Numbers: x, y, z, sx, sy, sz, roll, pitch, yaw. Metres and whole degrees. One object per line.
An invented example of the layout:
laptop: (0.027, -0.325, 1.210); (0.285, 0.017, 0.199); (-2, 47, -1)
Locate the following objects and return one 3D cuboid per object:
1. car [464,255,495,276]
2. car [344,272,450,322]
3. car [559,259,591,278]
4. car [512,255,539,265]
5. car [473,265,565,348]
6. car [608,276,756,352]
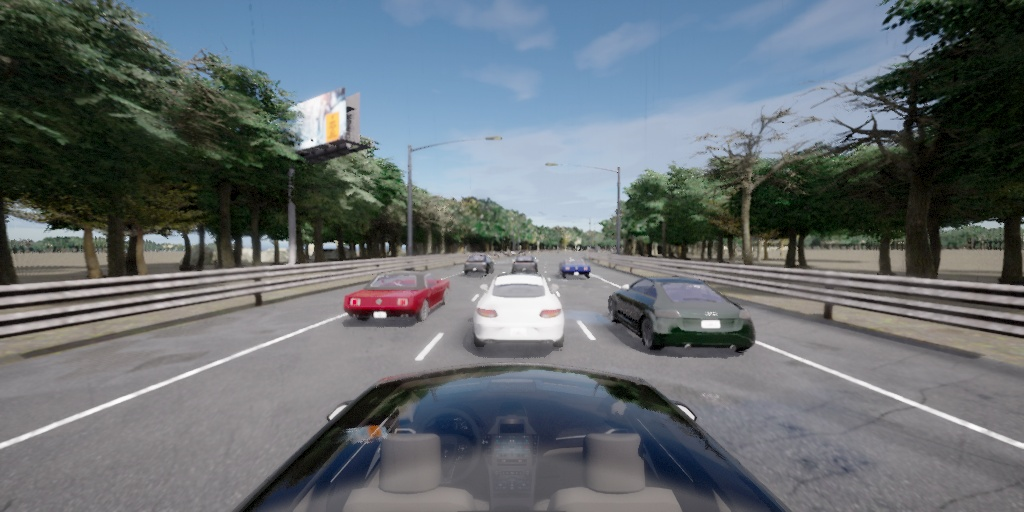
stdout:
car: (-2.466, 0.680, 27.823); (2.128, 1.511, 4.902); (0, 1, 4)
car: (-3.251, 1.143, 11.246); (1.895, 1.301, 4.718); (0, 1, 2)
car: (4.420, 0.833, 25.946); (1.895, 1.301, 4.718); (0, 1, 4)
car: (1.033, 0.685, 27.694); (2.128, 1.511, 4.902); (0, 1, 4)
car: (0.175, 1.126, 8.634); (1.812, 1.442, 4.674); (0, 1, 2)
car: (3.678, 1.168, 8.542); (1.994, 1.385, 4.181); (0, 1, 2)
